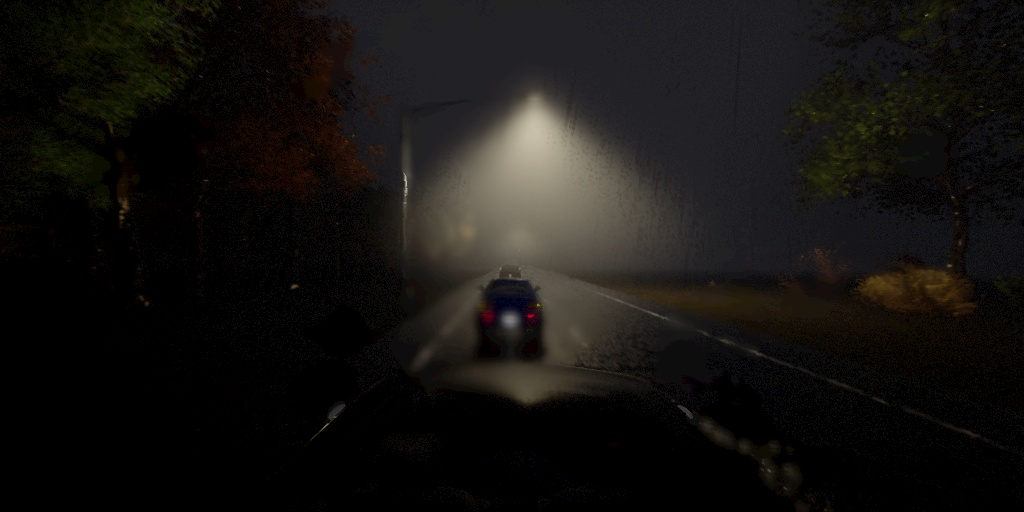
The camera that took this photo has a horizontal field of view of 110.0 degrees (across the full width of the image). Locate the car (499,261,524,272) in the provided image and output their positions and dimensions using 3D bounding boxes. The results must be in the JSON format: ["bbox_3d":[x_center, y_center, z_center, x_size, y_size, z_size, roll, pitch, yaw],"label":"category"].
[{"bbox_3d":[-0.168,1.542,33.789,1.882,1.535,5.008,0,-1,0],"label":"car"}]

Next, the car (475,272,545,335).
[{"bbox_3d":[-0.050,1.365,10.800,1.812,1.442,4.674,0,-1,0],"label":"car"}]
